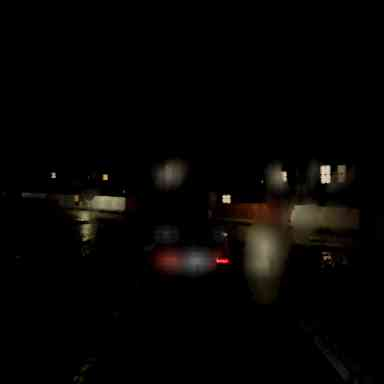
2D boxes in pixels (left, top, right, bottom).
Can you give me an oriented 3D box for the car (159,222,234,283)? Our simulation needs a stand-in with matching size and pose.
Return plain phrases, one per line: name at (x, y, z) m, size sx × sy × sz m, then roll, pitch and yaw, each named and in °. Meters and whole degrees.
car at (0.112, 1.599, 9.830) m, size 2.033 × 1.411 × 5.357 m, roll 0°, pitch 0°, yaw 0°
